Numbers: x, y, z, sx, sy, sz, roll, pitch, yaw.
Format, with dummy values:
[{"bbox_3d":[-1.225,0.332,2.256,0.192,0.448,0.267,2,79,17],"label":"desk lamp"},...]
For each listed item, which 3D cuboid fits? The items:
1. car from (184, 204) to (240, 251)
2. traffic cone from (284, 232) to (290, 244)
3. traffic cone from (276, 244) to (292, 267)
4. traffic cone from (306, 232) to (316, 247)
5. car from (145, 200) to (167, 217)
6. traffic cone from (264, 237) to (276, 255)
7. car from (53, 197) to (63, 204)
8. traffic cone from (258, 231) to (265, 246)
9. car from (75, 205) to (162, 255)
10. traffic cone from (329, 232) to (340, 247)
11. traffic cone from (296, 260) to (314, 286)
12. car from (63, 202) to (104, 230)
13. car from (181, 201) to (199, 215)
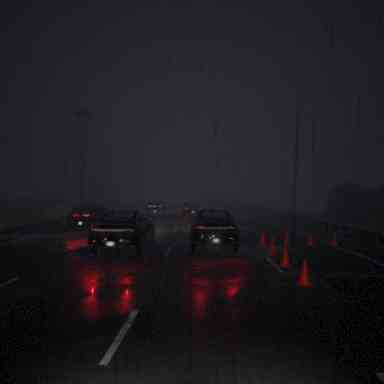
[{"bbox_3d":[0.862,1.503,14.220,2.128,1.511,4.902,0,0,0],"label":"car"},{"bbox_3d":[4.039,1.992,14.179,0.340,0.580,0.340,0,0,2],"label":"traffic cone"},{"bbox_3d":[2.874,1.981,10.224,0.340,0.580,0.340,0,0,2],"label":"traffic cone"},{"bbox_3d":[5.038,2.000,14.138,0.340,0.580,0.340,0,0,2],"label":"traffic cone"},{"bbox_3d":[-3.422,1.473,31.422,2.128,1.511,4.902,0,0,-5],"label":"car"},{"bbox_3d":[2.957,1.983,12.223,0.340,0.580,0.340,0,0,2],"label":"traffic cone"},{"bbox_3d":[-20.316,1.453,49.292,1.895,1.301,4.718,0,0,-11],"label":"car"},{"bbox_3d":[3.040,1.984,14.221,0.340,0.580,0.340,0,0,2],"label":"traffic cone"},{"bbox_3d":[-2.640,1.474,13.243,2.128,1.511,4.902,0,0,0],"label":"car"},{"bbox_3d":[6.037,2.008,14.096,0.340,0.580,0.340,0,0,2],"label":"traffic cone"},{"bbox_3d":[2.791,1.980,8.226,0.340,0.580,0.340,0,0,2],"label":"traffic cone"},{"bbox_3d":[-6.254,1.461,20.821,1.837,1.490,4.892,1,0,-2],"label":"car"},{"bbox_3d":[-0.101,1.610,33.735,1.895,1.301,4.718,0,0,-5],"label":"car"}]
